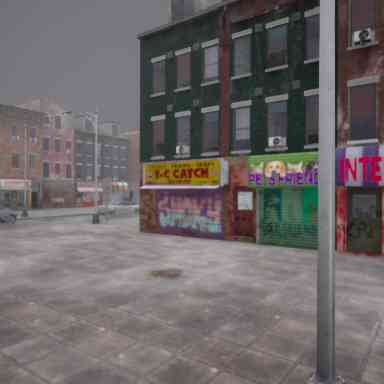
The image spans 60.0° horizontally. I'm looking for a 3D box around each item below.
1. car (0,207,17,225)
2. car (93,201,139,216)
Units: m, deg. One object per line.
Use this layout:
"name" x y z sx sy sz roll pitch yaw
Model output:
"car" -13.636 1.501 21.427 1.994 1.385 4.181 0 0 38
"car" -6.776 1.476 30.941 1.895 1.301 4.718 0 0 36
